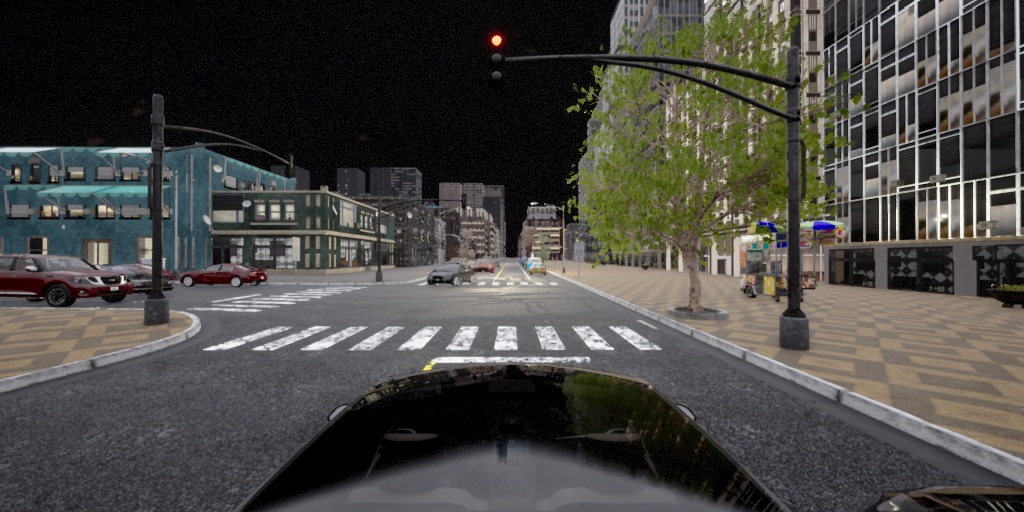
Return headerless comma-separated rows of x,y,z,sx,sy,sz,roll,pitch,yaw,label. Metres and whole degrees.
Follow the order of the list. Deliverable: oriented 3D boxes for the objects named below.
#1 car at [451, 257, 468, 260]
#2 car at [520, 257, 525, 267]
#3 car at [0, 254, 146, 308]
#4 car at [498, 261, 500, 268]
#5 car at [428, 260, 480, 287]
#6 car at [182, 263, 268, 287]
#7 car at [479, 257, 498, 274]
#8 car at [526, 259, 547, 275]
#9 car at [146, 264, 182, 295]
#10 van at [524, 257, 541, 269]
-5.654,1.068,38.075,2.192,1.841,5.009,0,0,0,car
2.742,1.306,54.723,2.007,1.370,4.403,0,0,0,car
-17.147,0.850,13.147,5.009,1.841,2.192,0,0,-1,car
-3.021,1.319,58.455,1.994,1.385,4.181,0,0,0,car
-4.065,1.257,24.833,1.837,1.490,4.892,1,0,14,car
-17.257,1.121,21.527,4.507,1.381,1.888,0,0,-1,car
-3.060,1.106,40.285,2.097,1.767,4.553,0,0,0,car
2.727,1.278,38.239,1.751,1.417,4.829,0,0,0,car
-18.225,1.082,15.725,5.357,1.411,2.033,1,0,-1,car
2.732,1.094,43.621,1.690,1.789,3.998,0,0,0,van
